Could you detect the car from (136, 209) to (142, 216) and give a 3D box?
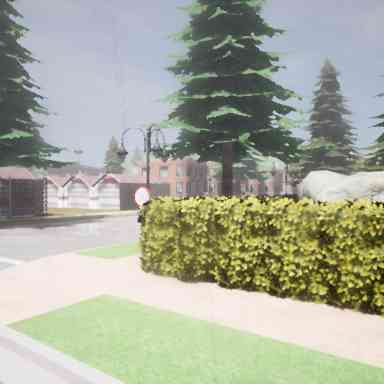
[{"bbox_3d":[-2.377,1.557,27.658,1.895,1.301,4.718,0,0,36],"label":"car"}]
